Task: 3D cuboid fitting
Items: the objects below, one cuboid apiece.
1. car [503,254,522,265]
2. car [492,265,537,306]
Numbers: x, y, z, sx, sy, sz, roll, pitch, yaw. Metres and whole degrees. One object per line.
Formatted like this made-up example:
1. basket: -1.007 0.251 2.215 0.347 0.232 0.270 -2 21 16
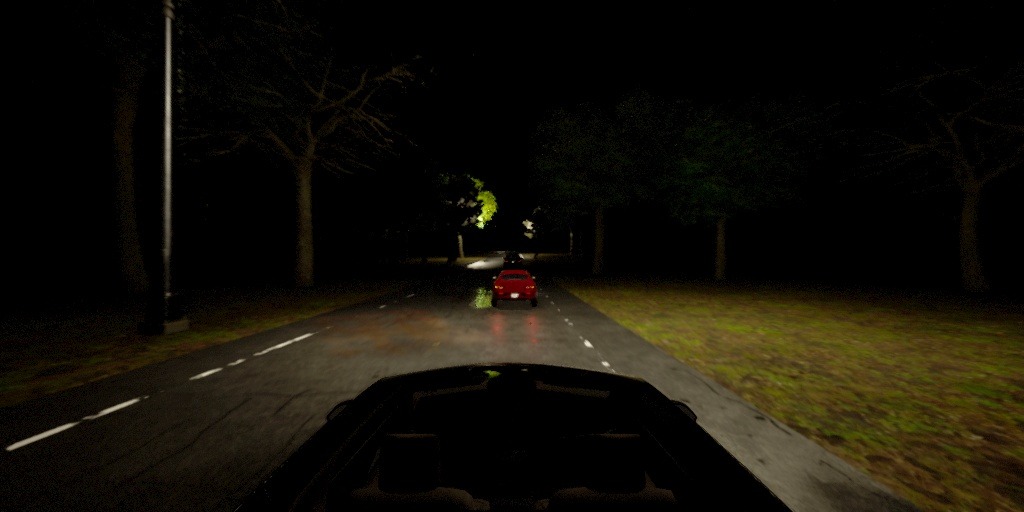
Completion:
1. car: 0.103 0.744 44.617 2.150 2.045 5.566 0 1 0
2. car: 0.101 1.335 16.066 1.812 1.442 4.674 0 0 0
